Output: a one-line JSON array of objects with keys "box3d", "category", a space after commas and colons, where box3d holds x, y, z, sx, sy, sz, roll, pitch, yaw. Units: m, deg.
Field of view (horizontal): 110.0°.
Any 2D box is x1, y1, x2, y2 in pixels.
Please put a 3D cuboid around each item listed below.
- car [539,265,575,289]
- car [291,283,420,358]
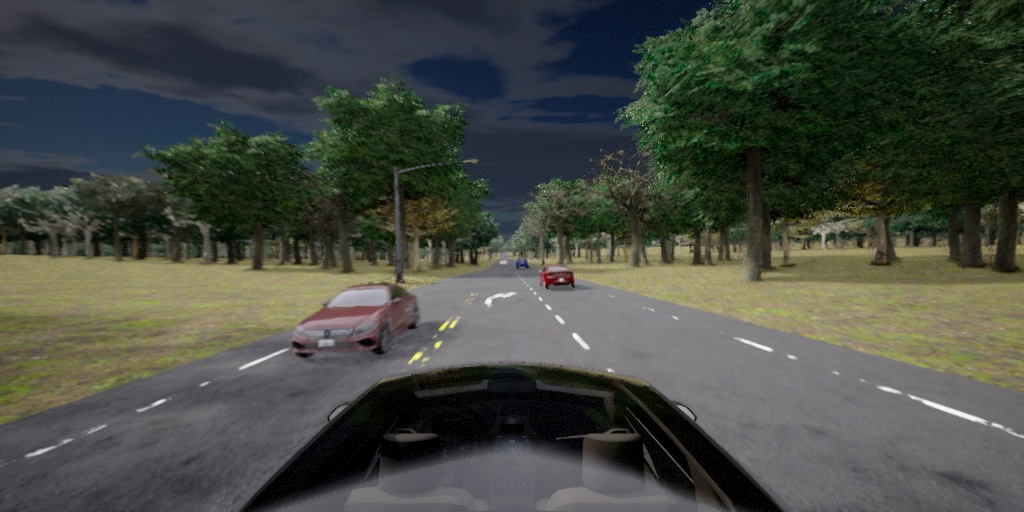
[{"box3d": [2.945, 1.331, 24.337, 1.882, 1.535, 5.008, -2, -1, -1], "category": "car"}, {"box3d": [-3.687, 1.465, 9.336, 1.812, 1.442, 4.674, -2, -1, -1], "category": "car"}]
